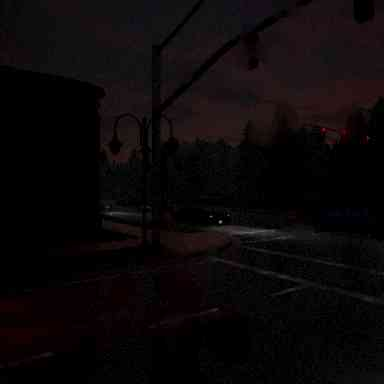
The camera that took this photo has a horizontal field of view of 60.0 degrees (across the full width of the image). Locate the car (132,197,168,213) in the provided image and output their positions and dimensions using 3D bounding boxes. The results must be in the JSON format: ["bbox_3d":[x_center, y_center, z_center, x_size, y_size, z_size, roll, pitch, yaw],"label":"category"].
[{"bbox_3d":[-4.123,1.548,35.823,2.033,1.411,5.357,0,0,-35],"label":"car"}]

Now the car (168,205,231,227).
[{"bbox_3d":[0.560,1.601,22.977,1.895,1.301,4.718,0,0,-35],"label":"car"}]

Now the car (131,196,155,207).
[{"bbox_3d":[-7.940,1.505,53.780,1.837,1.490,4.892,0,0,-35],"label":"car"}]

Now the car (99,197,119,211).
[{"bbox_3d":[-10.902,1.493,39.512,2.128,1.511,4.902,0,0,-35],"label":"car"}]

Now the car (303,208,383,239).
[{"bbox_3d":[8.562,1.547,17.644,2.033,1.411,5.357,0,0,-35],"label":"car"}]

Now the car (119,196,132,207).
[{"bbox_3d":[-10.506,1.352,51.337,2.097,1.767,4.553,0,0,-35],"label":"car"}]
